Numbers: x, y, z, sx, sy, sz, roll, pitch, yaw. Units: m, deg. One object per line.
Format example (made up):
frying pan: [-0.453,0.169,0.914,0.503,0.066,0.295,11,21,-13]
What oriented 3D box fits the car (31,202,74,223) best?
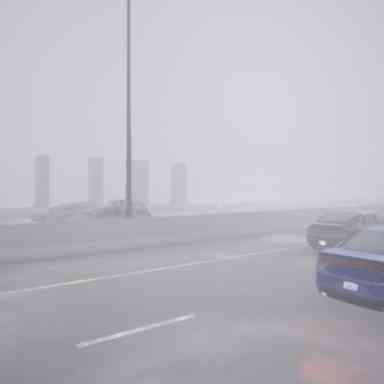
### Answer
car: [-8.978,1.546,23.415,4.181,1.385,1.994,0,0,-36]

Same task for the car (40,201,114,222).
car: [-9.386,1.523,27.423,5.357,1.411,2.033,0,0,-36]

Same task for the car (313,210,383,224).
car: [6.373,1.470,12.716,4.892,1.490,1.837,0,0,-36]

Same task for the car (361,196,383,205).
car: [29.070,1.398,51.710,5.357,1.411,2.033,0,0,-36]

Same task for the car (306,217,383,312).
car: [4.720,1.456,7.162,5.008,1.535,1.882,0,0,-36]

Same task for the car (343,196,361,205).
car: [26.624,1.377,54.259,4.674,1.442,1.812,0,0,-36]

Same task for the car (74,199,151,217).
car: [-5.014,1.326,21.968,4.553,1.767,2.097,0,0,-36]

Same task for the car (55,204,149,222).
car: [-4.773,1.546,17.812,4.181,1.385,1.994,0,0,-36]
